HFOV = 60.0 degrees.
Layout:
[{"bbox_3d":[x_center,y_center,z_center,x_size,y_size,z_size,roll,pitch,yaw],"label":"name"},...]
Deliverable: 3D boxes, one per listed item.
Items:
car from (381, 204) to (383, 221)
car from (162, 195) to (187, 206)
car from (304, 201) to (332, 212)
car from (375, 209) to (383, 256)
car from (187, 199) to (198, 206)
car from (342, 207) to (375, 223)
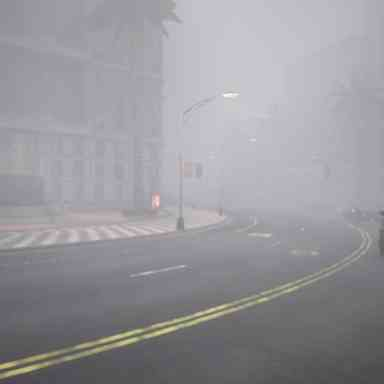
[{"bbox_3d":[17.735,1.838,27.716,1.812,1.442,4.674,0,0,7],"label":"car"},{"bbox_3d":[-3.869,1.648,64.099,2.150,2.045,5.566,1,-1,-33],"label":"car"},{"bbox_3d":[17.804,1.980,47.075,1.812,1.442,4.674,0,0,-14],"label":"car"},{"bbox_3d":[8.805,1.368,13.235,2.150,2.045,5.566,0,0,33],"label":"car"},{"bbox_3d":[-0.960,2.021,66.040,2.033,1.411,5.357,1,-1,-33],"label":"car"},{"bbox_3d":[14.250,1.893,27.953,1.895,1.301,4.718,0,0,8],"label":"car"}]
